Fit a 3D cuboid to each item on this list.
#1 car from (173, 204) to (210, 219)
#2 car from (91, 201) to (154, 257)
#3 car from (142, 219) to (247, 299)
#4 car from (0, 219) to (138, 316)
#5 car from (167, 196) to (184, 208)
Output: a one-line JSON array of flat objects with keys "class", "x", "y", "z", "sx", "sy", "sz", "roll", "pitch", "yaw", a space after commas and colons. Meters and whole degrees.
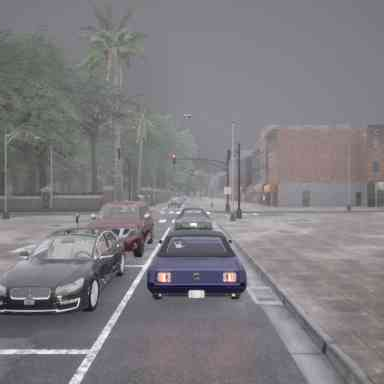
[{"class": "car", "x": 0.065, "y": 1.573, "z": 18.415, "sx": 1.994, "sy": 1.385, "sz": 4.181, "roll": 0, "pitch": 0, "yaw": 0}, {"class": "car", "x": -2.660, "y": 1.318, "z": 13.052, "sx": 2.192, "sy": 1.841, "sz": 5.009, "roll": 0, "pitch": 0, "yaw": 0}, {"class": "car", "x": 0.086, "y": 1.601, "z": 8.372, "sx": 1.895, "sy": 1.301, "sz": 4.718, "roll": 0, "pitch": 0, "yaw": 0}, {"class": "car", "x": -2.650, "y": 1.551, "z": 7.588, "sx": 2.008, "sy": 1.369, "sz": 4.403, "roll": 0, "pitch": 0, "yaw": 0}, {"class": "car", "x": -2.724, "y": 1.542, "z": 51.201, "sx": 1.967, "sy": 1.590, "sz": 4.097, "roll": 0, "pitch": 0, "yaw": 0}]
